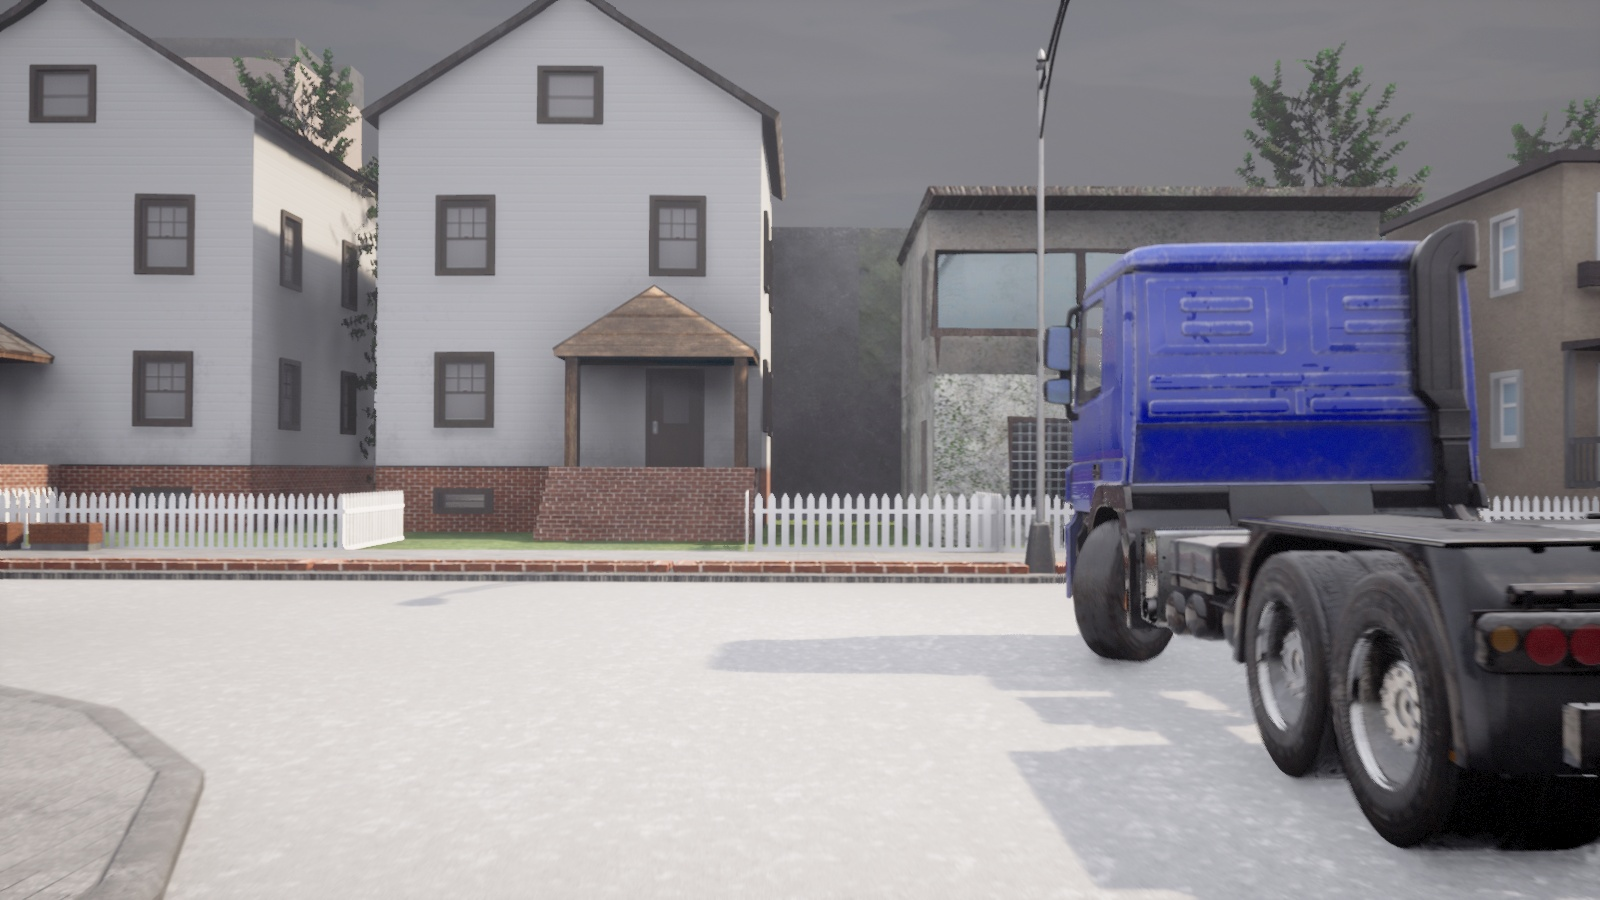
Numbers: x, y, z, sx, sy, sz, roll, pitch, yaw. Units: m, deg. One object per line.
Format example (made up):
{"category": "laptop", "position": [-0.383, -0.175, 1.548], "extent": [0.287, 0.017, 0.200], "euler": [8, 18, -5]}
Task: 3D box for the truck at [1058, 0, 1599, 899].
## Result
{"category": "truck", "position": [3.855, -0.066, 7.984], "extent": [2.891, 3.462, 7.936], "euler": [-1, -1, 1]}
